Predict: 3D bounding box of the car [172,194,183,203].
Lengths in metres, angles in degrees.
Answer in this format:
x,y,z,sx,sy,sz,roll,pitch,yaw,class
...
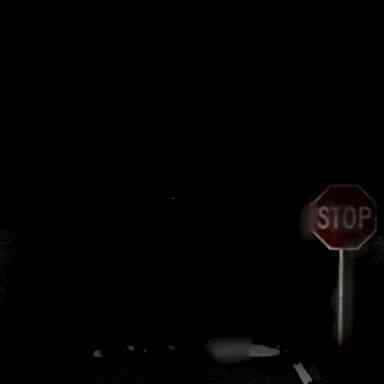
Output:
x,y,z,sx,sy,sz,roll,pitch,yaw,class
-2.818,1.200,65.518,2.097,1.767,4.553,0,0,0,car
